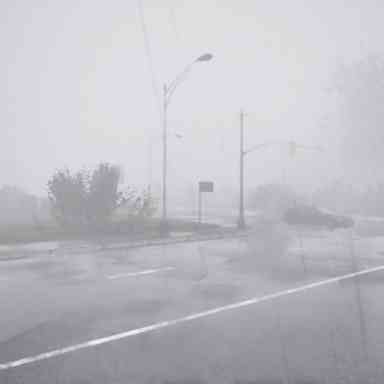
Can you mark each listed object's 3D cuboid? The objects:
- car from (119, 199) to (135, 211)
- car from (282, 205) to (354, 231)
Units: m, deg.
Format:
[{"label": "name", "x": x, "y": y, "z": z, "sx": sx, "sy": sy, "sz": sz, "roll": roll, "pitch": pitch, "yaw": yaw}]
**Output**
[{"label": "car", "x": -7.257, "y": 1.623, "z": 40.943, "sx": 1.837, "sy": 1.490, "sz": 4.892, "roll": 0, "pitch": 0, "yaw": -39}, {"label": "car", "x": 8.105, "y": 1.620, "z": 21.812, "sx": 1.812, "sy": 1.442, "sz": 4.674, "roll": 0, "pitch": 0, "yaw": -39}]
